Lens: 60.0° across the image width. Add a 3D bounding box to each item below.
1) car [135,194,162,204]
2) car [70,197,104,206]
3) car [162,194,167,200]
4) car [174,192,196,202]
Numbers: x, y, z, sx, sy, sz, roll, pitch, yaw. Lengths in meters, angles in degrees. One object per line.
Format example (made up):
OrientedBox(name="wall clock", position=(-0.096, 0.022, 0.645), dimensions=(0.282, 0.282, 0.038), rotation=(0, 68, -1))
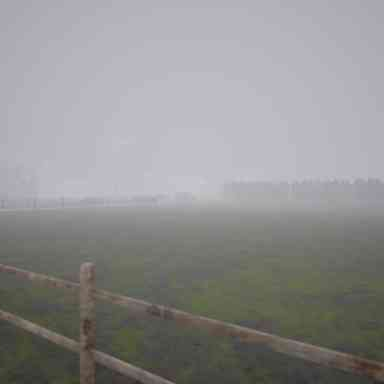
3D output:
OrientedBox(name="car", position=(-7.953, 1.175, 58.651), dimensions=(2.097, 1.767, 4.553), rotation=(-1, 0, 35))
OrientedBox(name="car", position=(-16.226, 1.441, 51.699), dimensions=(2.033, 1.411, 5.357), rotation=(-1, 0, 35))
OrientedBox(name="car", position=(-6.985, 1.011, 64.988), dimensions=(1.882, 1.535, 5.008), rotation=(-1, 0, 34))
OrientedBox(name="car", position=(-1.398, 1.008, 68.261), dimensions=(2.150, 2.045, 5.566), rotation=(-1, 0, 34))
